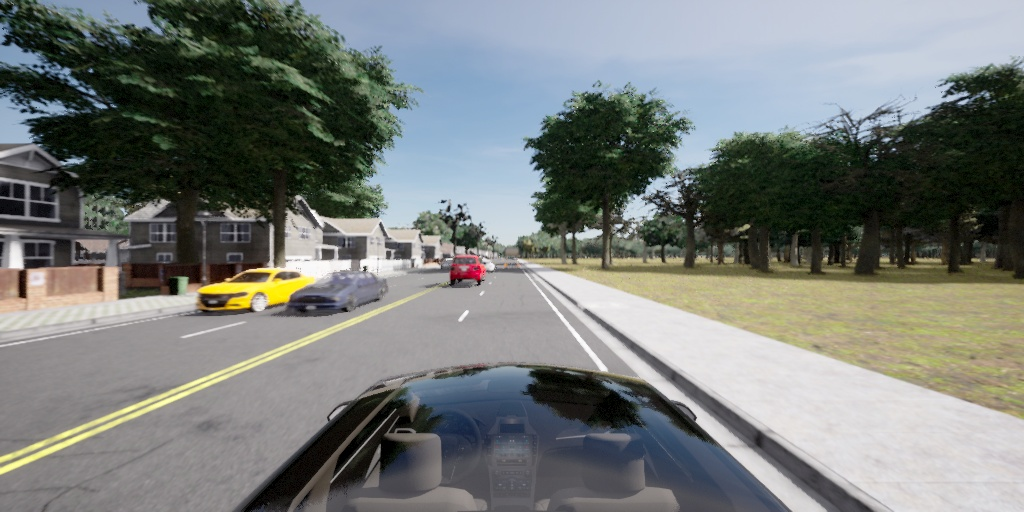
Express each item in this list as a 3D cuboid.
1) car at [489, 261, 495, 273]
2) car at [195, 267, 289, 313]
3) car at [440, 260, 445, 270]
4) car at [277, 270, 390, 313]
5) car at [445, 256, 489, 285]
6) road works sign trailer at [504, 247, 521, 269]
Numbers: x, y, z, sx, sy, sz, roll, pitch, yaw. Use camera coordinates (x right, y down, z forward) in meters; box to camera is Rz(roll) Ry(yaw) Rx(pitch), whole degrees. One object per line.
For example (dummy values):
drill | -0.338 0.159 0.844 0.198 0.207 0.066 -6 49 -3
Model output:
car | -3.138 1.326 45.008 1.812 1.442 4.674 0 0 0
car | -9.847 1.243 14.291 1.882 1.535 5.008 0 0 0
car | -9.800 1.305 55.095 2.128 1.511 4.902 0 0 0
car | -6.596 1.313 14.415 2.033 1.411 5.357 0 0 0
car | -3.143 1.000 26.240 2.150 2.045 5.566 0 0 0
road works sign trailer | 0.014 0.284 59.577 2.380 3.560 2.880 0 0 0
